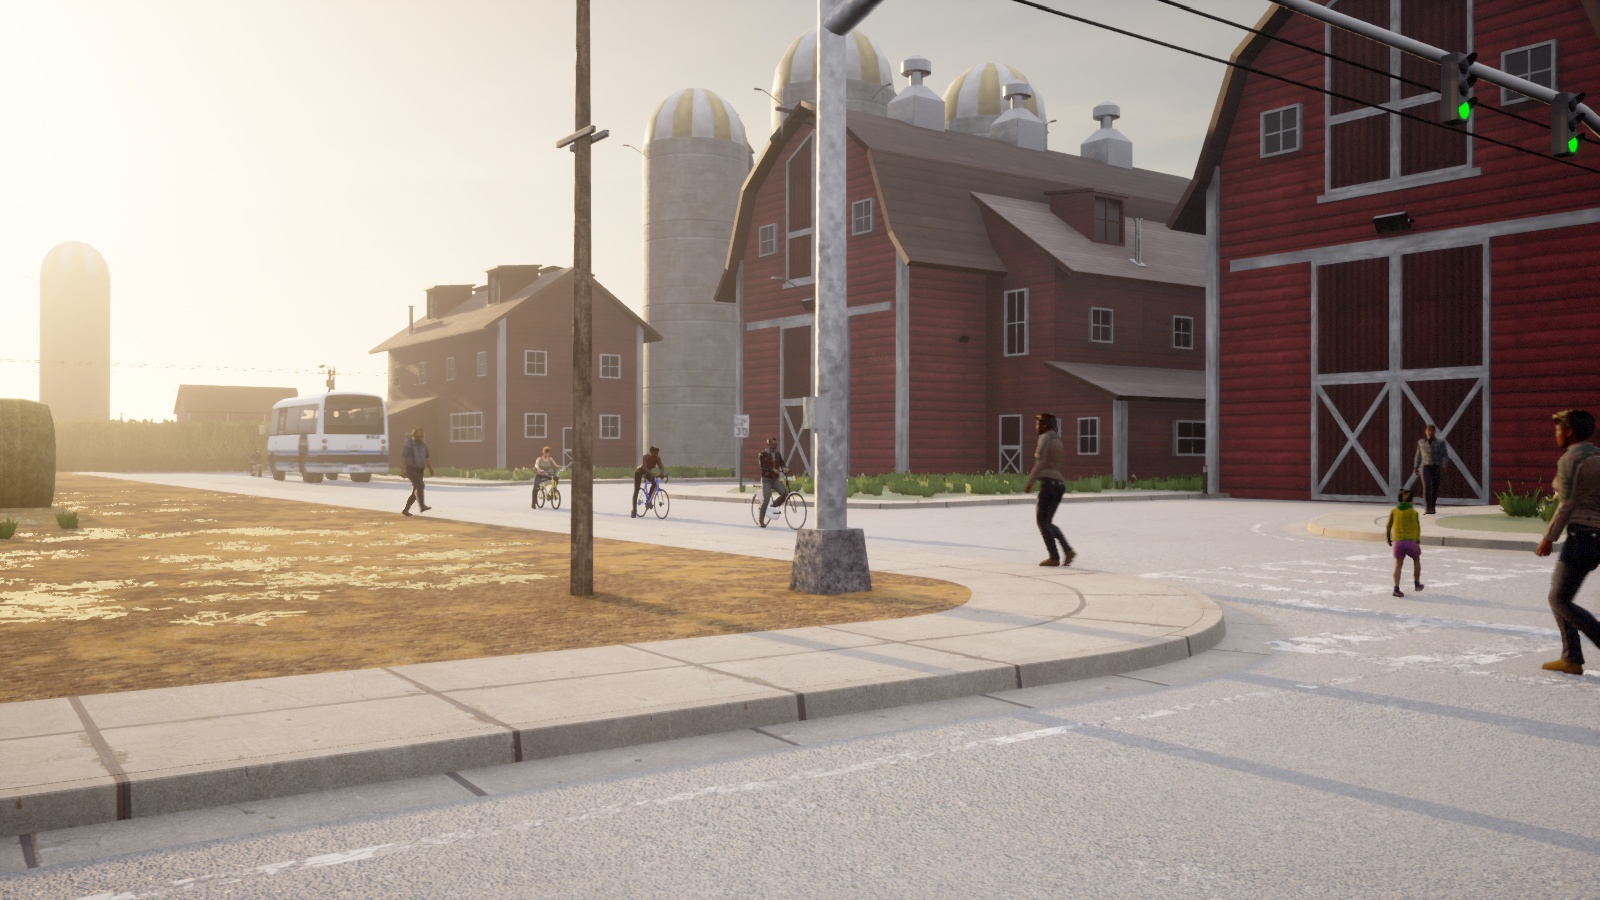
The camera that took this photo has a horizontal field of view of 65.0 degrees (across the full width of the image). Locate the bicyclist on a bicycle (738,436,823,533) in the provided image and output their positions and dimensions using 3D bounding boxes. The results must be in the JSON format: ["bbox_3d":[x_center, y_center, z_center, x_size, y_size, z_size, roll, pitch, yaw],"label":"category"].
[{"bbox_3d":[-0.399,0.641,24.027,0.659,1.776,1.843,-1,0,-36],"label":"bicyclist on a bicycle"}]

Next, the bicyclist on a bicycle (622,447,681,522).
[{"bbox_3d":[-3.331,0.747,28.083,0.582,1.620,1.656,0,0,-36],"label":"bicyclist on a bicycle"}]

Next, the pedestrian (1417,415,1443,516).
[{"bbox_3d":[12.380,0.292,24.670,0.423,1.949,0.788,0,0,29],"label":"pedestrian"}]

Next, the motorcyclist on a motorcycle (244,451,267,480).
[{"bbox_3d":[-31.911,0.916,73.554,0.766,1.649,2.350,0,0,-36],"label":"motorcyclist on a motorcycle"}]

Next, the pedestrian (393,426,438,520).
[{"bbox_3d":[-7.747,0.455,25.294,0.694,1.848,0.540,0,0,32],"label":"pedestrian"}]

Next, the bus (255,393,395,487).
[{"bbox_3d":[-23.731,-0.456,62.249,3.944,4.253,10.273,0,0,-36],"label":"bus"}]

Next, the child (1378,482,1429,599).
[{"bbox_3d":[6.185,0.919,12.870,0.473,1.160,0.299,0,0,-40],"label":"child"}]

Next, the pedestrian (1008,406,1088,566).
[{"bbox_3d":[2.891,0.410,14.663,0.869,1.805,0.328,0,0,41],"label":"pedestrian"}]

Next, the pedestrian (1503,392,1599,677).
[{"bbox_3d":[5.121,0.537,8.210,0.328,1.805,0.869,0,0,-30],"label":"pedestrian"}]

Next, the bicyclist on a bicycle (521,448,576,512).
[{"bbox_3d":[-6.515,0.748,32.483,0.866,1.612,1.509,0,0,-36],"label":"bicyclist on a bicycle"}]
